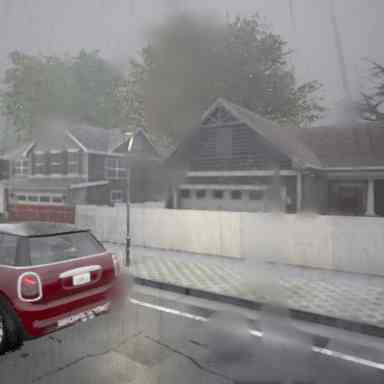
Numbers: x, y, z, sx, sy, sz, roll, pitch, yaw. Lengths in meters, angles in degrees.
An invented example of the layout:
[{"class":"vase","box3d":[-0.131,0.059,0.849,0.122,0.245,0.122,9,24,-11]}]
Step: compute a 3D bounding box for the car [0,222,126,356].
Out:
[{"class":"car","box3d":[-3.433,1.348,6.300,4.553,1.767,2.097,0,0,35]}]
